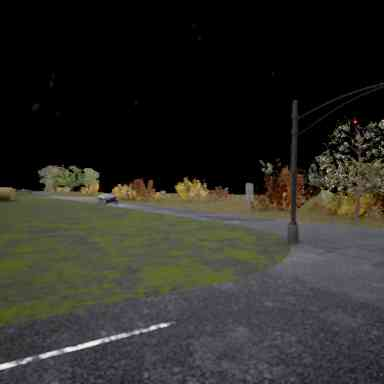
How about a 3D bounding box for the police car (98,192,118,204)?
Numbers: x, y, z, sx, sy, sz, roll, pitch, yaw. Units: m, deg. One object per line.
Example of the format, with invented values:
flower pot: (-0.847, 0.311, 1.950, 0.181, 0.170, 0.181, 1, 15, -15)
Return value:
police car: (-12.427, 0.900, 49.200, 1.930, 1.638, 5.238, 2, 0, -32)
